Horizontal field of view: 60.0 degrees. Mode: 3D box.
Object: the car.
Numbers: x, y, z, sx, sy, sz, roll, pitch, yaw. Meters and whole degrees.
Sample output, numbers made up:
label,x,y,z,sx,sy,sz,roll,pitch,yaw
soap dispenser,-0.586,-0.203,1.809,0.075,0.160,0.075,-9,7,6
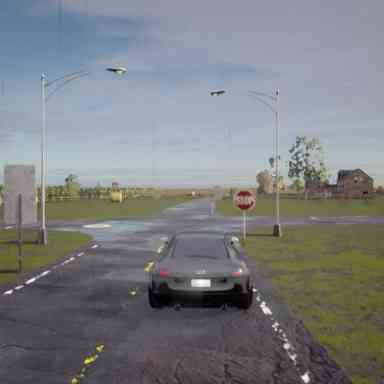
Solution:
label,x,y,z,sx,sy,sz,roll,pitch,yaw
car,0.180,1.562,7.824,1.994,1.385,4.181,0,0,1
